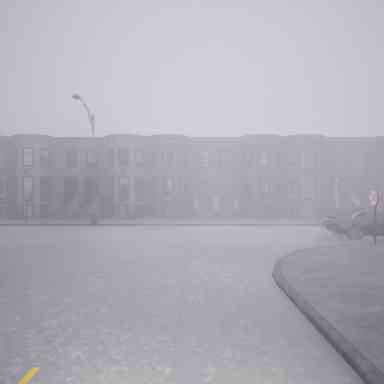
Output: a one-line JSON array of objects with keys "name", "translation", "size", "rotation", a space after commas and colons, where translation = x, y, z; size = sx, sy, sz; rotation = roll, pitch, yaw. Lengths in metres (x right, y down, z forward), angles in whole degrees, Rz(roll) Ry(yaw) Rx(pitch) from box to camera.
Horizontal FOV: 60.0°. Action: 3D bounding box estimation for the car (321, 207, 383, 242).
[{"name": "car", "translation": [8.739, 1.491, 15.874], "size": [4.902, 1.511, 2.128], "rotation": [0, 0, 0]}]
